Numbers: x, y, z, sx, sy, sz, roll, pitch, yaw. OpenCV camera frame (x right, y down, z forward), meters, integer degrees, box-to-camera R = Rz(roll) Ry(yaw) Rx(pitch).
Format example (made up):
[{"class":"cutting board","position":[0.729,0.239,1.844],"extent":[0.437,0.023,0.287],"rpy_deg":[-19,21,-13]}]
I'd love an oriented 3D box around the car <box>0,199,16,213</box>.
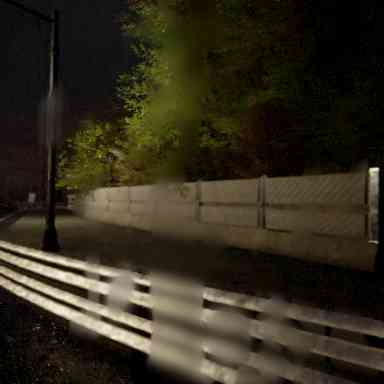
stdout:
[{"class":"car","position":[-27.626,1.986,48.525],"extent":[2.150,2.045,5.566],"rpy_deg":[1,-1,-23]}]
